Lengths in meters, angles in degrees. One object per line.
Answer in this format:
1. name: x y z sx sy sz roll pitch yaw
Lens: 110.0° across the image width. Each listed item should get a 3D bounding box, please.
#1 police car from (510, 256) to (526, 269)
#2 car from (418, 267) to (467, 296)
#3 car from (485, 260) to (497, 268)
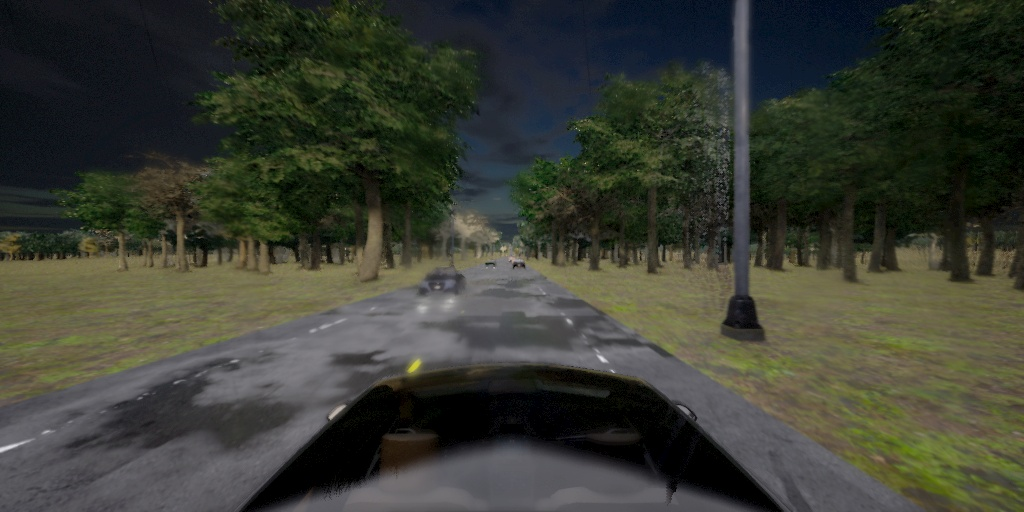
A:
1. police car: 1.027 1.097 53.061 1.930 1.638 5.238 0 0 0
2. car: -3.590 1.303 19.146 1.994 1.385 4.181 0 0 0
3. car: -3.537 1.246 60.409 1.895 1.301 4.718 0 0 0
